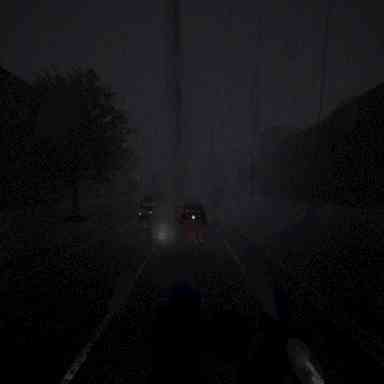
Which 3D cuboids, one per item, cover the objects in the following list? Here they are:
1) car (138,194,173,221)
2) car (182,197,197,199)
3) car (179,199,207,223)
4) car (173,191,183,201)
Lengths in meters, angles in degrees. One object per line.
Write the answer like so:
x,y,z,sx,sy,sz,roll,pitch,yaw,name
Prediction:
-3.099,1.224,28.041,2.150,2.045,5.566,0,0,0,car
0.098,1.484,42.773,2.033,1.411,5.357,0,0,0,car
0.099,1.513,25.726,1.837,1.490,4.892,0,0,0,car
-3.003,0.901,69.417,2.150,2.045,5.566,0,1,0,car
